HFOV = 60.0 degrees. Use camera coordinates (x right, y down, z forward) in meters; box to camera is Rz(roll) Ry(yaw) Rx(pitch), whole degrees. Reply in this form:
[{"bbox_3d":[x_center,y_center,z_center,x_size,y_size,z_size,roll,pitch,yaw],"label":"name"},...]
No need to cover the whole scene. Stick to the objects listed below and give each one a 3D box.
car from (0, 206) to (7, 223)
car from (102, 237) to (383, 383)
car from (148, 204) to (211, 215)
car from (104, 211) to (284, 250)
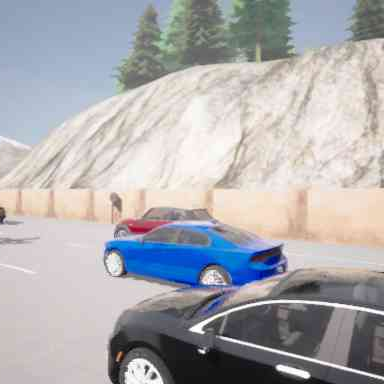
[{"bbox_3d":[-14.805,1.391,23.197,4.902,1.511,2.128,0,0,36],"label":"car"},{"bbox_3d":[1.266,1.507,3.082,4.892,1.490,1.837,0,0,36],"label":"car"},{"bbox_3d":[-1.064,1.329,13.364,4.553,1.767,2.097,0,0,36],"label":"car"},{"bbox_3d":[-0.166,1.466,8.416,5.008,1.535,1.882,0,0,36],"label":"car"}]
